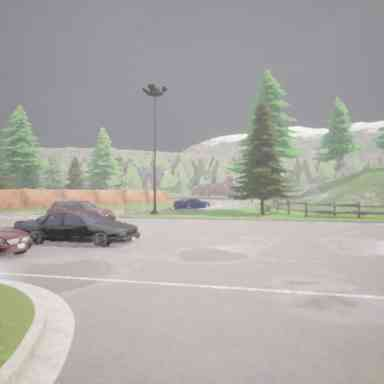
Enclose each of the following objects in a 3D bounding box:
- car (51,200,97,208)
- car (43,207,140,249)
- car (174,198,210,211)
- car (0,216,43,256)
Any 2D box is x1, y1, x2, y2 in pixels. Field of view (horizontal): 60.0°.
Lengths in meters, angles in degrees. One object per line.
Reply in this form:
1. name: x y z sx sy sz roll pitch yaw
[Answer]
1. car: -7.373 1.352 22.109 4.553 1.767 2.097 0 0 13
2. car: -5.028 1.548 14.403 5.357 1.411 2.033 0 0 13
3. car: 0.032 1.479 41.587 5.008 1.535 1.882 0 0 -41
4. car: -7.878 1.526 11.466 4.674 1.442 1.812 0 0 13
